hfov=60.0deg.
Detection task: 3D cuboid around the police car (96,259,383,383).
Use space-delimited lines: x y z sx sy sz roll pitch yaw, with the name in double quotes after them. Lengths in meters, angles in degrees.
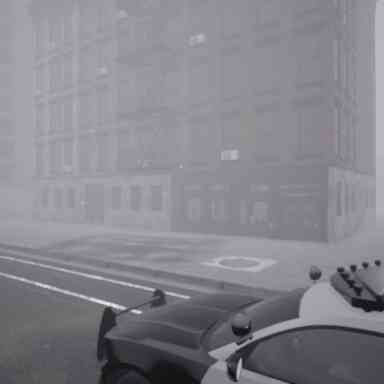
1.283 1.427 2.646 5.238 1.638 1.930 0 0 35 "police car"
